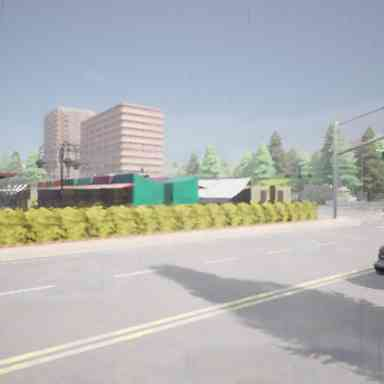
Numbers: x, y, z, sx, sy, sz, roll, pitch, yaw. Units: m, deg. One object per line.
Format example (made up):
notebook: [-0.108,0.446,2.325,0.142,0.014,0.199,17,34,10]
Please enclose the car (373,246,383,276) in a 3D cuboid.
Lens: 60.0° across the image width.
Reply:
car: [6.910,1.572,8.777,5.357,1.411,2.033,0,0,-35]
